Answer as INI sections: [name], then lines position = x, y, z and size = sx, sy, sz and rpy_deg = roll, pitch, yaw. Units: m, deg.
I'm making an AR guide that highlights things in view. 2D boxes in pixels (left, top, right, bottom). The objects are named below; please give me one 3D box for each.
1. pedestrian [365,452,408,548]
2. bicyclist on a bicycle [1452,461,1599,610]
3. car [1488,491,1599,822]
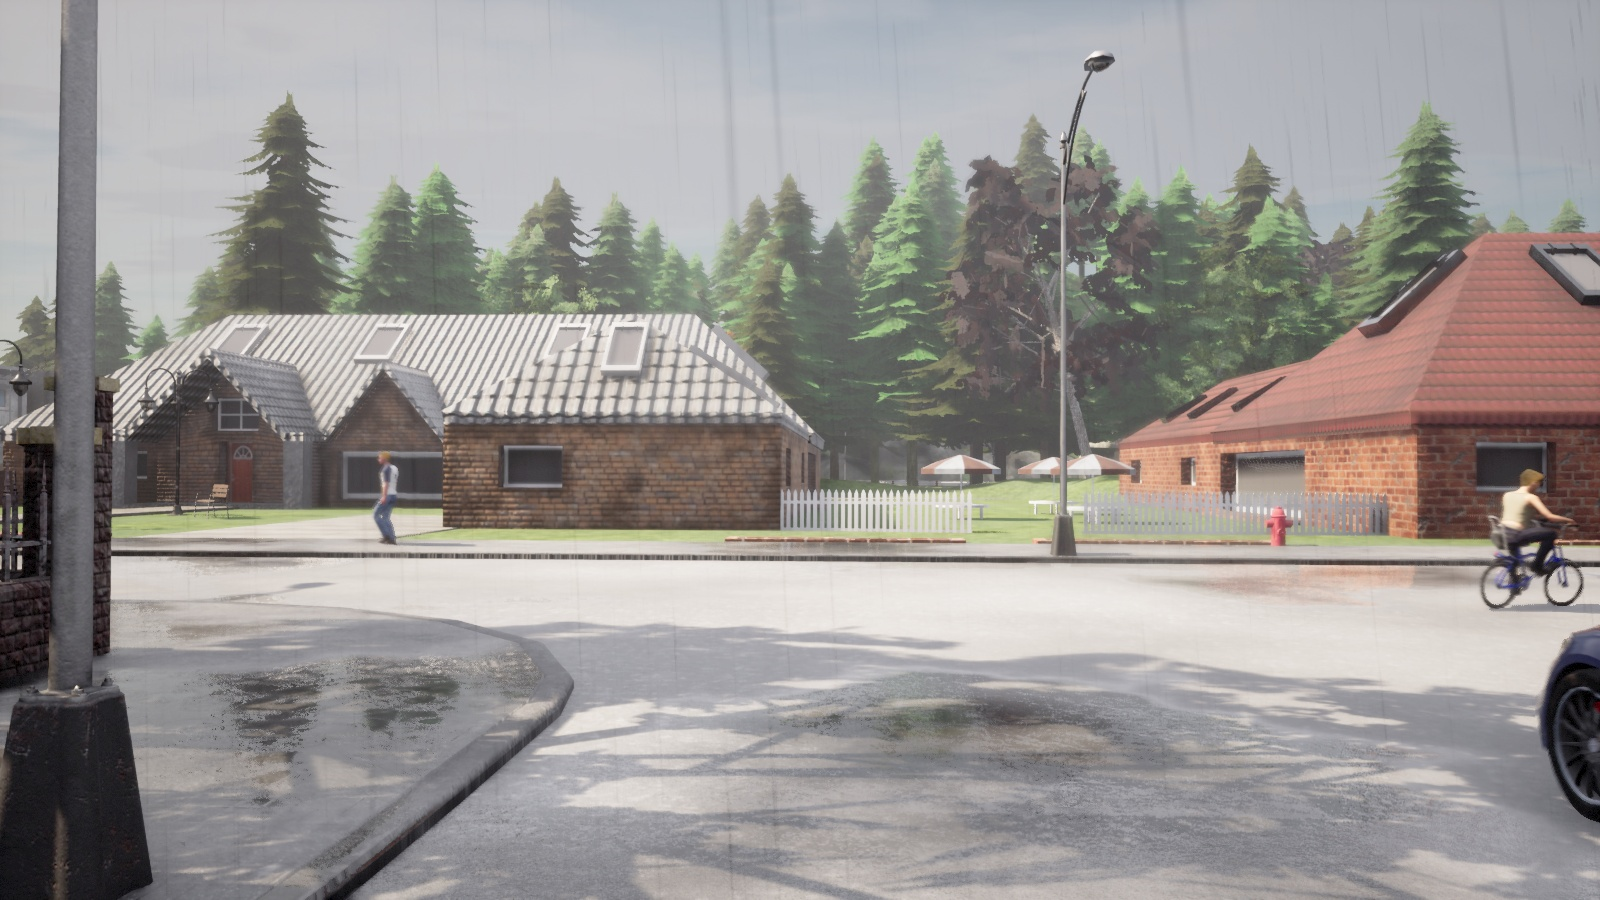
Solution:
[pedestrian]
position = -7.942, 0.956, 24.141
size = 0.706, 1.836, 0.354
rpy_deg = 0, -1, 2
[bicyclist on a bicycle]
position = 8.543, 0.961, 14.579
size = 1.509, 1.612, 0.866
rpy_deg = 0, 2, -17
[car]
position = 4.366, 0.892, 4.119
size = 1.812, 1.442, 4.674
rpy_deg = 0, -1, 3
